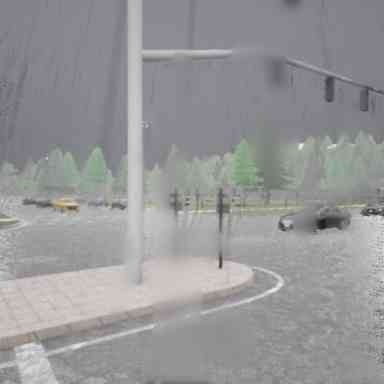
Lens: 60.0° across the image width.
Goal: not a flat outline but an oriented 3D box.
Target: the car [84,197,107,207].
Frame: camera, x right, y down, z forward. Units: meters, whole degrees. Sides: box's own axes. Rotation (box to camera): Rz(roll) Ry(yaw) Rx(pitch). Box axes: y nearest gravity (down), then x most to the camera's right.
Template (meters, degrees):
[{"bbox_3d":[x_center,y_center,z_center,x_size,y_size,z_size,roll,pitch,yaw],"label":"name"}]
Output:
[{"bbox_3d":[-13.716,1.457,48.630,1.812,1.442,4.674,0,0,-36],"label":"car"}]

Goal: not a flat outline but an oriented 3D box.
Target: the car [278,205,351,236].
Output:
[{"bbox_3d":[6.893,1.467,18.540,4.902,1.511,2.128,0,0,-35],"label":"car"}]

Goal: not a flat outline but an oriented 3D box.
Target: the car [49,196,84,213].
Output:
[{"bbox_3d":[-13.945,1.425,36.905,1.882,1.535,5.008,0,0,-36],"label":"car"}]

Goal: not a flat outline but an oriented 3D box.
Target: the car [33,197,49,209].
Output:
[{"bbox_3d":[-19.386,1.538,44.497,1.895,1.301,4.718,0,0,-36],"label":"car"}]

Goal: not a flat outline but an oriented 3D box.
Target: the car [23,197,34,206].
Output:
[{"bbox_3d":[-25.829,1.525,53.571,1.895,1.301,4.718,0,0,-35],"label":"car"}]

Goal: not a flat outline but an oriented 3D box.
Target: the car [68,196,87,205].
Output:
[{"bbox_3d":[-19.608,1.445,56.952,1.812,1.442,4.674,0,0,-35],"label":"car"}]

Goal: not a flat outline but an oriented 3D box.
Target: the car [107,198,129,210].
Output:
[{"bbox_3d":[-8.556,1.468,41.403,1.812,1.442,4.674,0,0,-36],"label":"car"}]

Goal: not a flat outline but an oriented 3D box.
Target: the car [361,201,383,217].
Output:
[{"bbox_3d":[17.268,1.523,30.272,4.181,1.385,1.994,0,0,-35],"label":"car"}]
